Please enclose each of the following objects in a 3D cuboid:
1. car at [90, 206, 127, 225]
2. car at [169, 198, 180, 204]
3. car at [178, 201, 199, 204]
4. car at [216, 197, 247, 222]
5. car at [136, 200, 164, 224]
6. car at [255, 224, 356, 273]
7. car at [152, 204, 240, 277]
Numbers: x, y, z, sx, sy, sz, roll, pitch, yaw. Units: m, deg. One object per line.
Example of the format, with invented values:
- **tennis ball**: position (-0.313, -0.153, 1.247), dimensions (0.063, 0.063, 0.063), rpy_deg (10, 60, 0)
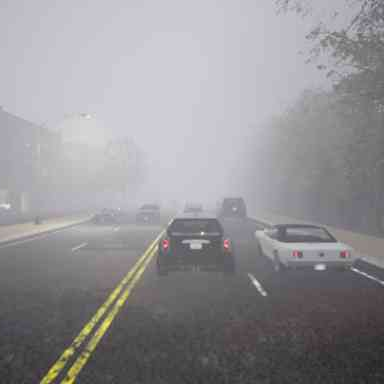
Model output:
- **car**: position (-6.589, 1.821, 26.652), dimensions (1.895, 1.301, 4.718), rpy_deg (0, 0, 0)
- **car**: position (-3.495, 1.945, 67.771), dimensions (2.097, 1.767, 4.553), rpy_deg (0, -1, -1)
- **car**: position (0.111, 1.734, 29.262), dimensions (2.128, 1.511, 4.902), rpy_deg (0, 0, 0)
- **car**: position (3.361, 1.460, 28.830), dimensions (2.150, 2.045, 5.566), rpy_deg (0, 0, 0)
- **car**: position (-3.337, 1.701, 27.052), dimensions (1.882, 1.535, 5.008), rpy_deg (0, -1, 0)
- **car**: position (3.354, 1.692, 10.909), dimensions (1.895, 1.301, 4.718), rpy_deg (0, 0, 0)
- **car**: position (0.104, 1.442, 10.745), dimensions (2.097, 1.767, 4.553), rpy_deg (0, 0, 0)
